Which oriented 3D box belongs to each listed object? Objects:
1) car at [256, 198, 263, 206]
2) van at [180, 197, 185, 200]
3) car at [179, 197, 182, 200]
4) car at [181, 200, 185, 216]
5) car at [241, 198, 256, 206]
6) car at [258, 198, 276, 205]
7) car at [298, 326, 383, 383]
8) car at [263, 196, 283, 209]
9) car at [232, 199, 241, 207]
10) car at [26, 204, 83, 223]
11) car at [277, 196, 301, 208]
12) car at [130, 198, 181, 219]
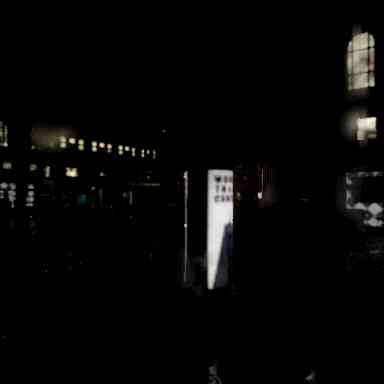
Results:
[{"bbox_3d":[12.230,1.856,63.615,2.008,1.369,4.403,0,-1,35],"label":"car"},{"bbox_3d":[-0.477,1.528,45.530,1.690,1.788,3.998,0,0,35],"label":"van"},{"bbox_3d":[-3.751,1.684,40.868,1.752,1.417,4.829,0,0,35],"label":"car"},{"bbox_3d":[0.071,1.676,31.640,1.887,1.381,4.507,0,0,35],"label":"car"},{"bbox_3d":[9.053,1.826,59.094,2.008,1.369,4.403,0,-1,35],"label":"car"},{"bbox_3d":[15.406,1.887,68.137,2.008,1.369,4.403,0,-1,35],"label":"car"},{"bbox_3d":[2.756,1.314,0.909,5.009,1.841,2.192,0,0,35],"label":"car"},{"bbox_3d":[12.734,1.683,49.756,1.967,1.590,4.097,0,-1,35],"label":"car"},{"bbox_3d":[5.779,1.769,54.433,1.752,1.417,4.829,0,-1,35],"label":"car"},{"bbox_3d":[-10.794,1.648,26.330,1.994,1.385,4.181,0,0,35],"label":"car"},{"bbox_3d":[15.910,1.588,54.278,2.192,1.841,5.009,0,-1,35],"label":"car"},{"bbox_3d":[-3.528,1.598,31.134,1.882,1.535,5.008,0,0,35],"label":"car"}]
